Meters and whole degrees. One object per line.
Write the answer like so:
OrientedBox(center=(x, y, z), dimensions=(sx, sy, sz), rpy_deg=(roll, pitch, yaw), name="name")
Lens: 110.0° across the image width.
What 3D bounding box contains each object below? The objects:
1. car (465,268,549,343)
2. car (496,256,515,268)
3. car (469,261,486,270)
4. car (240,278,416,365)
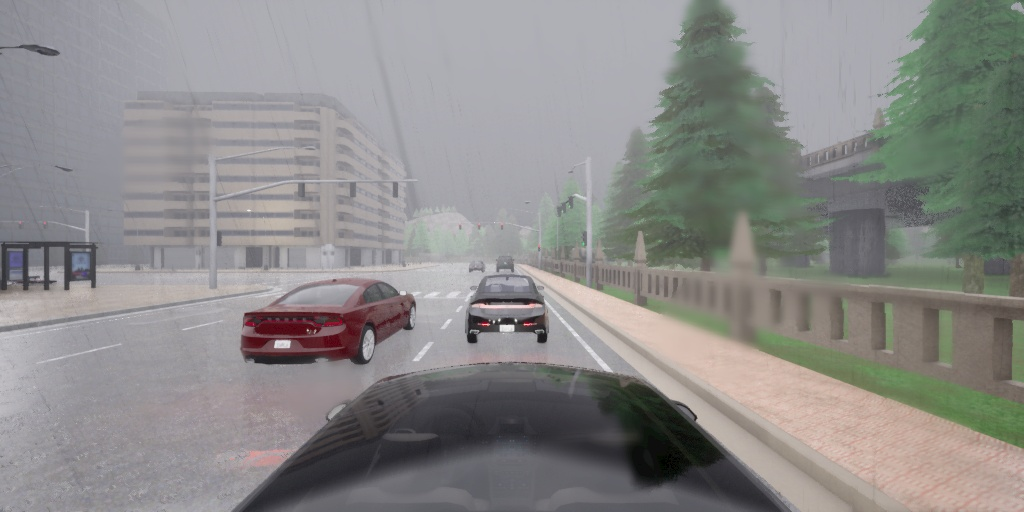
OrientedBox(center=(-0.127, 1.242, 9.643), dimensions=(2.128, 1.511, 4.902), rpy_deg=(0, 0, -1), name="car")
OrientedBox(center=(-0.865, 0.972, 45.332), dimensions=(2.150, 2.045, 5.566), rpy_deg=(0, 0, -1), name="car")
OrientedBox(center=(-4.367, 1.298, 45.006), dimensions=(2.033, 1.411, 5.357), rpy_deg=(0, 0, -1), name="car")
OrientedBox(center=(-3.595, 1.228, 8.081), dimensions=(1.882, 1.535, 5.008), rpy_deg=(0, 0, 0), name="car")
